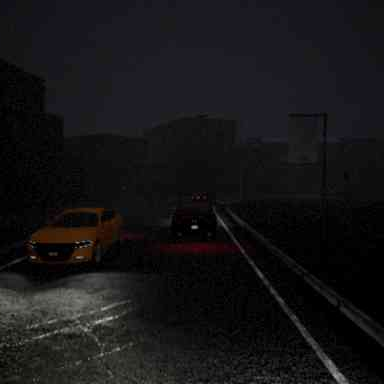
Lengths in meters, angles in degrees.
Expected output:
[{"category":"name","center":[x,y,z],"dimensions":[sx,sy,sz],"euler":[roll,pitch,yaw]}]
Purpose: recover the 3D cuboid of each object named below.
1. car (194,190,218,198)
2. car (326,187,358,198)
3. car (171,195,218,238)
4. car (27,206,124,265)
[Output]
[{"category":"car","center":[1.324,0.525,33.631],"dimensions":[2.033,1.411,5.357],"euler":[1,2,16]},{"category":"car","center":[23.529,-0.011,52.349],"dimensions":[4.553,1.767,2.097],"euler":[1,3,-2]},{"category":"car","center":[0.096,1.132,15.437],"dimensions":[1.882,1.535,5.008],"euler":[0,2,0]},{"category":"car","center":[-3.593,1.272,11.109],"dimensions":[1.882,1.535,5.008],"euler":[0,2,0]}]
